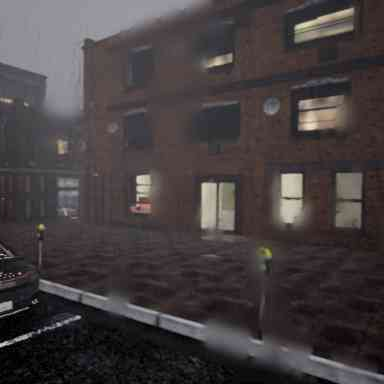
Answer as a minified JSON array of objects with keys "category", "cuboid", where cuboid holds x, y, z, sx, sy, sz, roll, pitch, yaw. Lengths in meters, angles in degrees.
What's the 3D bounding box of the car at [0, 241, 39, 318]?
[{"category":"car","cuboid":[-4.627,1.483,6.247,4.403,1.369,2.008,0,2,35]}]
